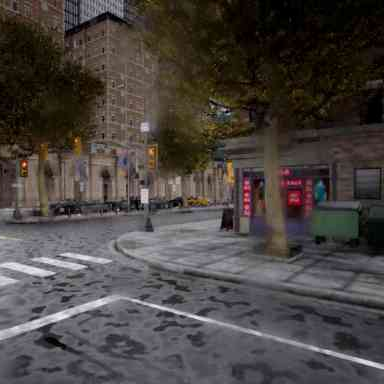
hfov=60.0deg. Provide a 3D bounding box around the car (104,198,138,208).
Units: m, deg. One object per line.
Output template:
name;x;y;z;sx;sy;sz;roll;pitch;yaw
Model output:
car;-10.172;1.595;47.925;1.895;1.301;4.718;0;0;36

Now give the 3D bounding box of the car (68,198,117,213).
car;-10.663;1.564;35.893;1.994;1.385;4.181;0;0;36

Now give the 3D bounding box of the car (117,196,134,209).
car;-7.899;1.352;45.690;2.097;1.767;4.553;0;0;36

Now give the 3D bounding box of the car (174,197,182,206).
car;-1.780;1.478;54.134;1.882;1.535;5.008;0;0;36

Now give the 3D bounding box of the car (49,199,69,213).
car;-13.845;1.505;37.466;1.837;1.490;4.892;0;0;36

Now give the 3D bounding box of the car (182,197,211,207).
car;1.077;1.478;52.106;1.882;1.535;5.008;0;0;36

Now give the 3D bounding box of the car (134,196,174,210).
car;-4.932;1.505;43.818;1.837;1.490;4.892;0;0;36
